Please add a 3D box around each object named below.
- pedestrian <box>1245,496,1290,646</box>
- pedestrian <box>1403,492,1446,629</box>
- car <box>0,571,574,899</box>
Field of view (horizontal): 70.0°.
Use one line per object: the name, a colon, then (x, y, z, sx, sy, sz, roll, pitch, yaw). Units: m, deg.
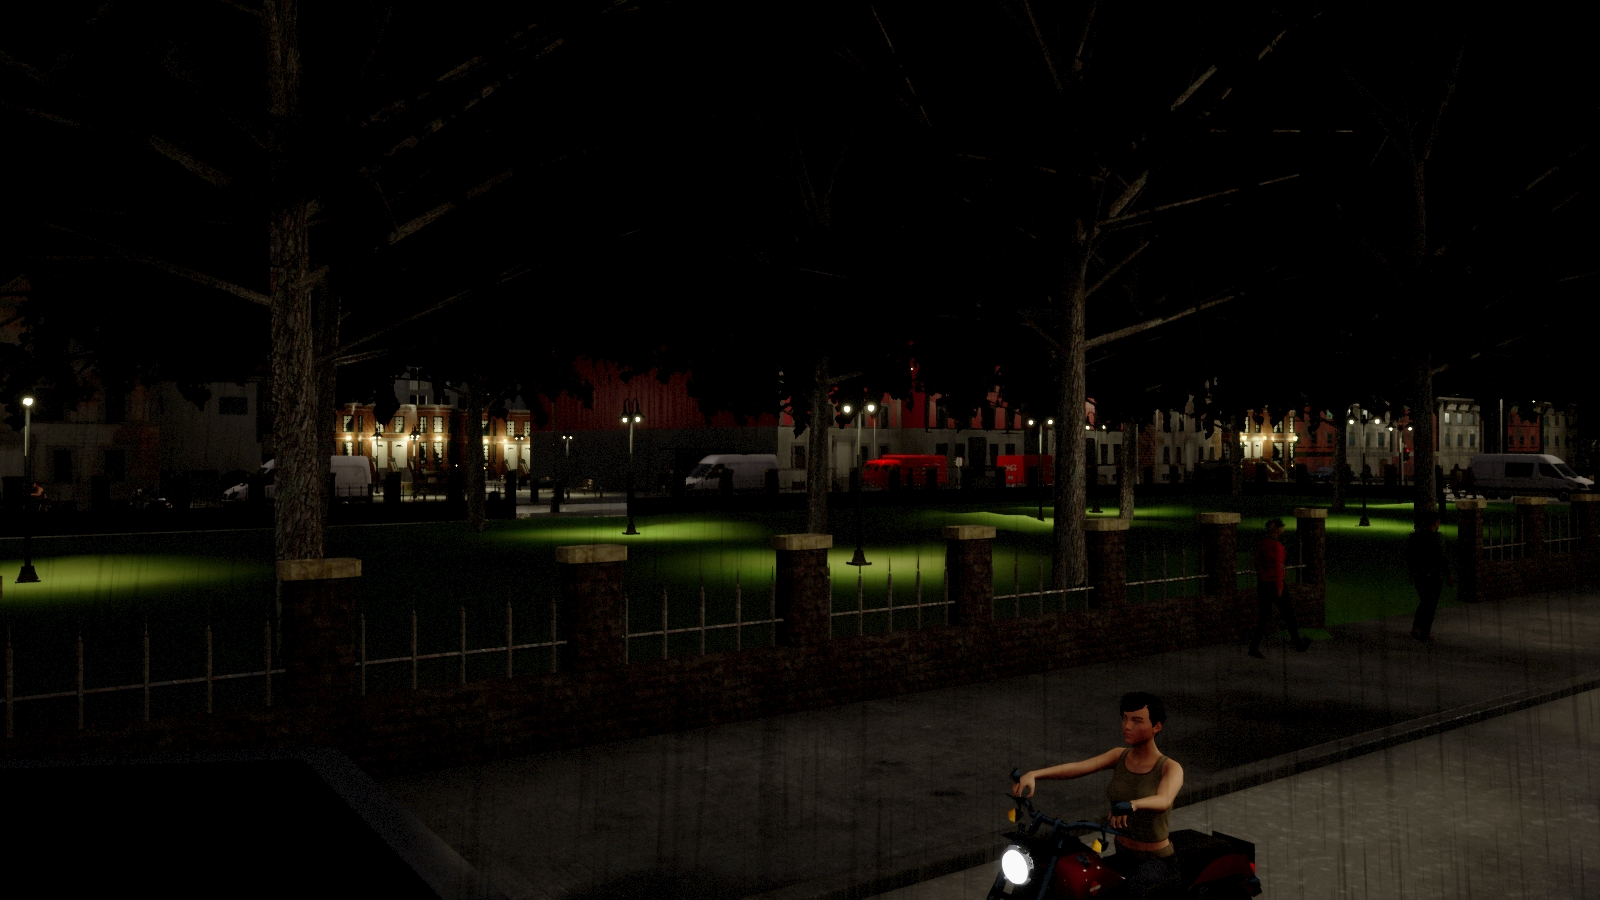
pedestrian: (5.941, 1.519, 14.512, 0.375, 1.860, 0.375, 0, 0, -25)
pedestrian: (8.671, 1.518, 15.859, 0.375, 1.860, 0.375, 0, 0, -24)
car: (-3.767, 1.534, 1.768, 6.274, 2.098, 2.390, 0, 0, -35)
